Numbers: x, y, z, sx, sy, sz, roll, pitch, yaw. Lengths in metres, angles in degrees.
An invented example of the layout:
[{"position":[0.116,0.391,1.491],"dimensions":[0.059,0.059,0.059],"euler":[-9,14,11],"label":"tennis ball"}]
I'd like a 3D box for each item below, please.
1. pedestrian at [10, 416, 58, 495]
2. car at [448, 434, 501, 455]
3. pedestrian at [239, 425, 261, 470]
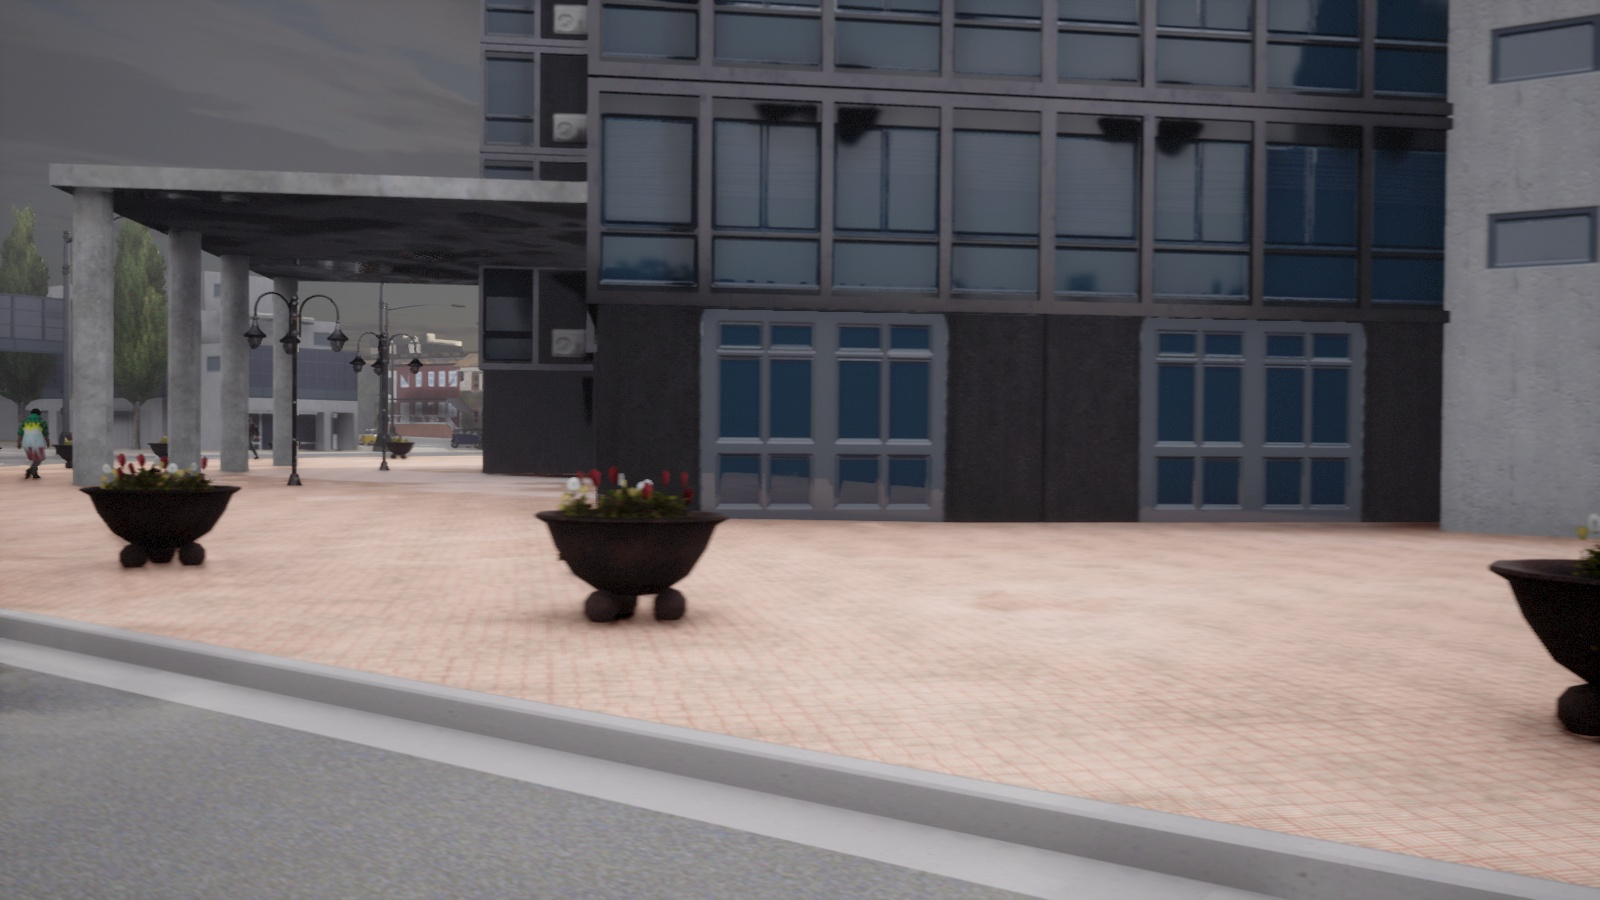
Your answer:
[{"position":[-19.339,0.134,31.736],"dimensions":[0.659,1.952,0.873],"euler":[-1,1,-2],"label":"pedestrian"},{"position":[-24.762,-0.404,95.544],"dimensions":[3.705,1.549,1.789],"euler":[0,1,32],"label":"car"},{"position":[-22.790,-0.118,52.016],"dimensions":[0.376,1.854,0.720],"euler":[0,1,30],"label":"pedestrian"}]
